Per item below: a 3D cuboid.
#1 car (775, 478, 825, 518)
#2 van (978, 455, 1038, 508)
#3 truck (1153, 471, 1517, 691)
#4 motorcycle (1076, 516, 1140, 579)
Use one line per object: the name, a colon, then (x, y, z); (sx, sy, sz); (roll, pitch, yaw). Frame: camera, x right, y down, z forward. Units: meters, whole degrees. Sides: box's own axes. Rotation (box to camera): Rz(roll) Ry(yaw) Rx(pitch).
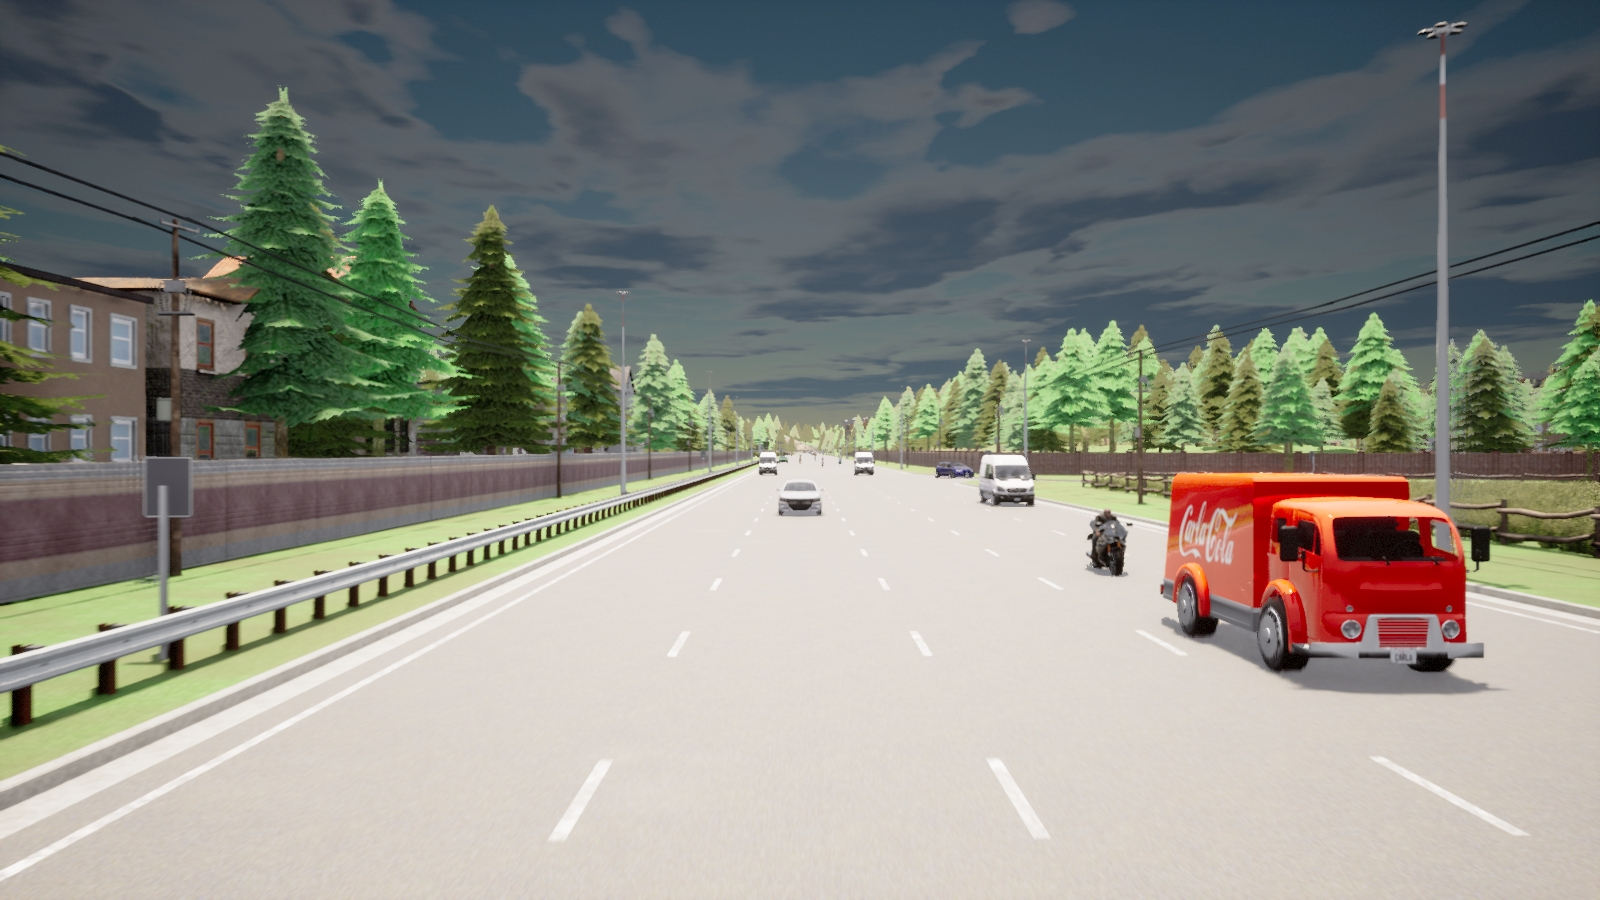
car: (0.005, 2.034, 49.803); (2.097, 1.535, 5.006); (0, 0, 0)
van: (10.501, 1.534, 58.175); (1.988, 2.561, 5.915); (0, 0, 0)
truck: (7.011, 1.569, 15.857); (2.627, 2.467, 5.204); (0, 0, 0)
motorcycle: (7.002, 2.205, 26.079); (0.867, 1.251, 2.209); (0, 0, 0)
